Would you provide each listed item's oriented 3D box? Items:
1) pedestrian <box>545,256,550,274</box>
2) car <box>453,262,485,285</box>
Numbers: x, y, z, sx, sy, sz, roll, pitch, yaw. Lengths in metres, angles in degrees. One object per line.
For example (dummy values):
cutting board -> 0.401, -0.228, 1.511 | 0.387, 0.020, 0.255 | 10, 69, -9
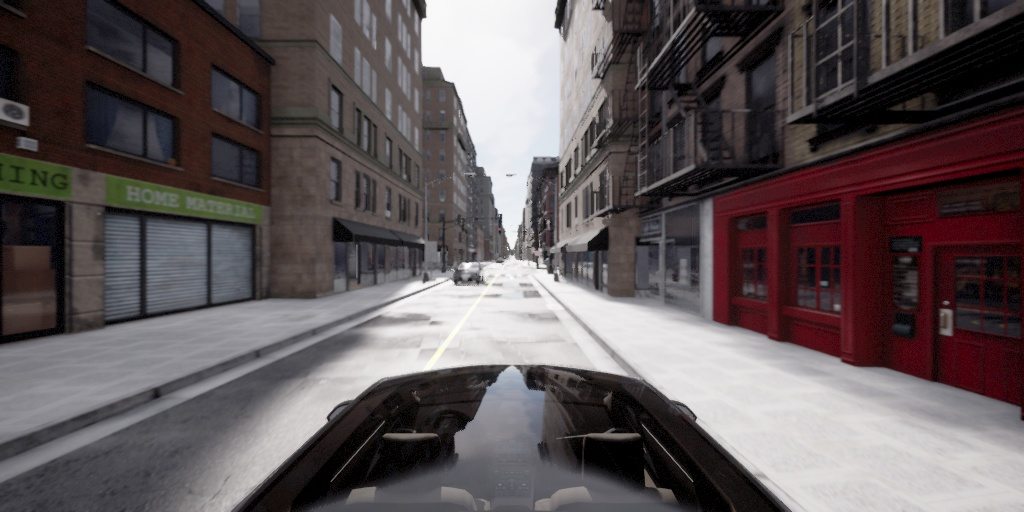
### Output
pedestrian -> 3.625, 0.864, 36.395 | 0.375, 1.860, 0.375 | 0, 0, 0
car -> -3.073, 1.224, 26.184 | 2.128, 1.511, 4.902 | 0, 0, 0
